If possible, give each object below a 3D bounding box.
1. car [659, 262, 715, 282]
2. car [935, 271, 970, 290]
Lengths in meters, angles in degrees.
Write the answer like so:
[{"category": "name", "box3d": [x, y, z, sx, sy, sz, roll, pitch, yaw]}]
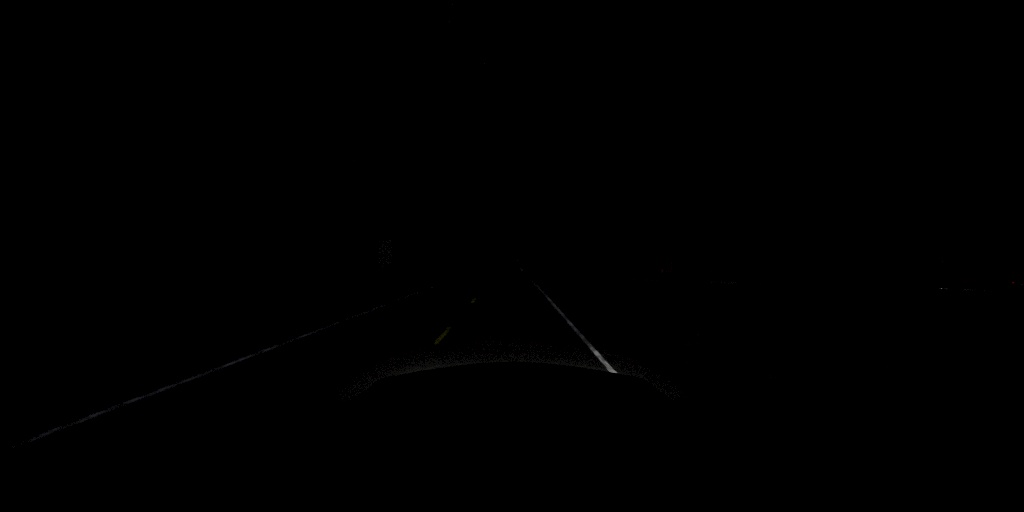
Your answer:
[{"category": "car", "box3d": [18.930, 1.741, 38.885, 5.566, 2.045, 2.150, 2, -1, -2]}, {"category": "car", "box3d": [46.819, 2.632, 40.029, 5.566, 2.045, 2.150, 2, -1, -2]}]
